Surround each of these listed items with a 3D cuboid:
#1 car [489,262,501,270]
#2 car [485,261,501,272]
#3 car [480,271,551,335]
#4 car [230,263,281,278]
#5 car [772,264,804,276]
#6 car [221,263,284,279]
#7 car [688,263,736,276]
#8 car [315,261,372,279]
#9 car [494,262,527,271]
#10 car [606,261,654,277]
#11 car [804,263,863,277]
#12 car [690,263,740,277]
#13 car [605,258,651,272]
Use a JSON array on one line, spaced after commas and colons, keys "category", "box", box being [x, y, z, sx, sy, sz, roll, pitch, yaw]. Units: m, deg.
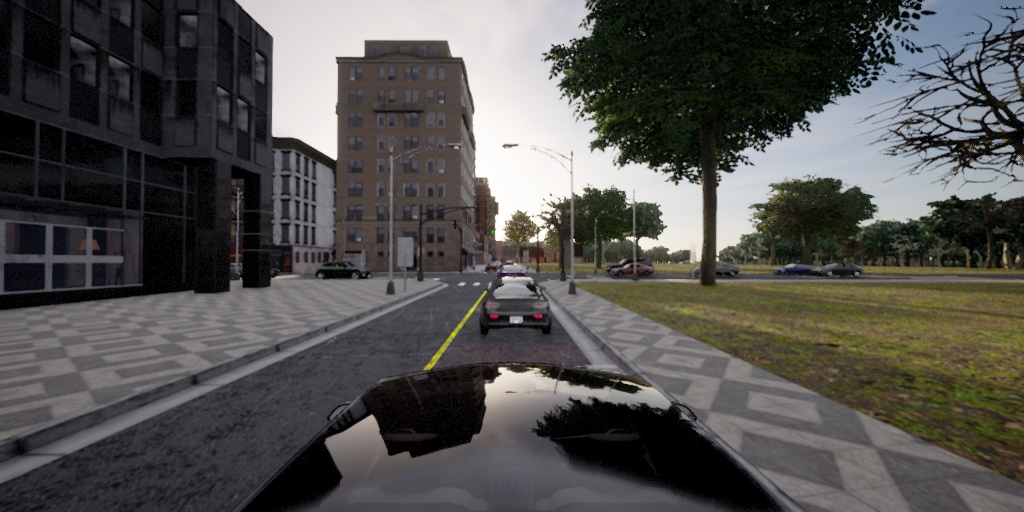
[{"category": "car", "box": [-3.047, 1.766, 65.217, 2.033, 1.411, 5.357, 0, -1, 0]}, {"category": "car", "box": [-3.067, 1.733, 55.571, 1.895, 1.301, 4.718, 0, 0, 1]}, {"category": "car", "box": [0.074, 1.331, 10.613, 1.812, 1.442, 4.674, 0, -1, -1]}, {"category": "car", "box": [-24.372, 1.392, 32.609, 4.902, 1.511, 2.128, 0, -1, 0]}, {"category": "car", "box": [33.779, 1.634, 42.816, 4.674, 1.442, 1.812, 0, -1, 0]}, {"category": "car", "box": [-25.870, 1.460, 35.851, 4.892, 1.490, 1.837, 0, -1, 0]}, {"category": "car", "box": [23.765, 1.620, 42.777, 4.674, 1.442, 1.812, 0, -1, 0]}, {"category": "car", "box": [-15.235, 1.249, 32.653, 4.553, 1.767, 2.097, 0, -1, 0]}, {"category": "car", "box": [-0.005, 1.377, 24.733, 1.882, 1.535, 5.008, 0, 0, 0]}, {"category": "car", "box": [13.178, 1.555, 39.466, 4.674, 1.442, 1.812, 0, -1, -3]}, {"category": "car", "box": [35.781, 1.557, 39.568, 4.892, 1.490, 1.837, -1, -1, 0]}, {"category": "car", "box": [22.375, 1.530, 39.523, 4.902, 1.511, 2.128, 0, -1, 0]}, {"category": "car", "box": [13.997, 1.306, 42.741, 5.566, 2.045, 2.150, 0, -1, 0]}]
